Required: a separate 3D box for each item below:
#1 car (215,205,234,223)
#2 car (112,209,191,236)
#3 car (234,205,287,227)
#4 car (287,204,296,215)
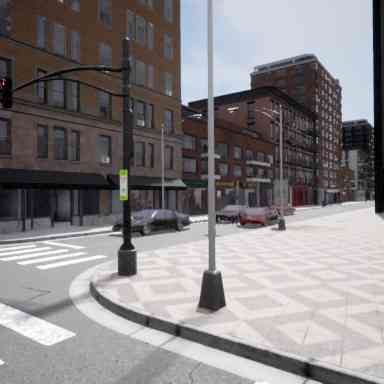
[{"bbox_3d":[3.690,1.792,28.167,2.033,1.411,5.357,-1,-1,35],"label":"car"},{"bbox_3d":[-2.218,1.708,19.961,2.033,1.411,5.357,-1,-1,36],"label":"car"},{"bbox_3d":[5.196,1.761,24.782,1.994,1.385,4.181,-1,-1,36],"label":"car"},{"bbox_3d":[9.705,1.929,36.494,1.895,1.301,4.718,-1,-1,36],"label":"car"}]
